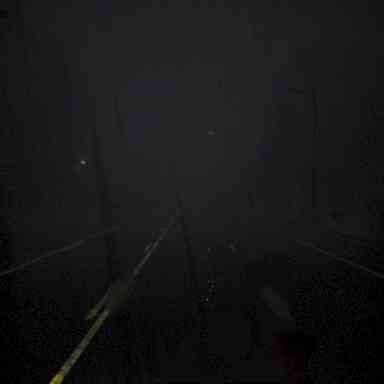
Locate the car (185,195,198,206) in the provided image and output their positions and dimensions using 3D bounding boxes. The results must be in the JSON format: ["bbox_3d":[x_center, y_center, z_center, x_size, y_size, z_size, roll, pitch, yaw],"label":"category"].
[{"bbox_3d":[-0.061,1.538,61.185,2.150,2.045,5.566,0,1,0],"label":"car"}]

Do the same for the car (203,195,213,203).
[{"bbox_3d":[3.429,1.527,71.576,1.812,1.442,4.674,0,2,0],"label":"car"}]

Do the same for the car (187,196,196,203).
[{"bbox_3d":[-0.071,1.599,71.604,1.895,1.301,4.718,0,2,0],"label":"car"}]

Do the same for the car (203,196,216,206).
[{"bbox_3d":[3.439,1.863,61.164,2.033,1.411,5.357,0,1,0],"label":"car"}]

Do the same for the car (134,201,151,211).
[{"bbox_3d":[-7.048,1.987,48.367,2.033,1.411,5.357,0,0,0],"label":"car"}]

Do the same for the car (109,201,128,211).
[{"bbox_3d":[-10.548,1.989,48.363,2.033,1.411,5.357,0,0,0],"label":"car"}]

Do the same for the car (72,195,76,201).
[{"bbox_3d":[-26.048,1.279,70.483,1.970,1.475,3.806,0,2,0],"label":"car"}]
